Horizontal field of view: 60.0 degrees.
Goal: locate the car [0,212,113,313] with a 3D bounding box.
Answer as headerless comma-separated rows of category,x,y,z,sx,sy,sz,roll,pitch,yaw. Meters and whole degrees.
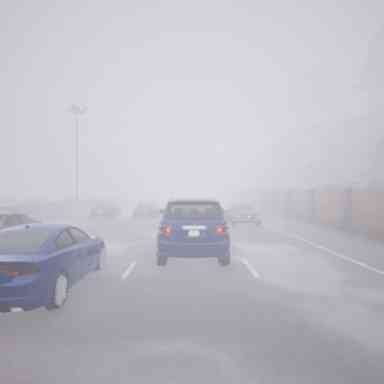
car,-3.440,1.456,7.752,1.882,1.535,5.008,0,0,-1

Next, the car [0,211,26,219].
car,-7.002,1.470,12.323,1.837,1.490,4.892,0,0,-1

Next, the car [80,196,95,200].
car,-18.681,1.361,59.496,1.812,1.442,4.674,0,0,-1

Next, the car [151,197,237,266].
car,0.015,1.189,11.603,2.150,2.045,5.566,0,0,-1

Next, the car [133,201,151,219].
car,-3.848,1.484,28.572,1.994,1.385,4.181,0,0,-1

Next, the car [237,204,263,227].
car,3.301,1.486,22.223,2.033,1.411,5.357,0,0,-1

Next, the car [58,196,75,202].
car,-22.176,1.381,59.482,2.033,1.411,5.357,0,0,-1

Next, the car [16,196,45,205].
car,-25.567,1.398,53.444,2.033,1.411,5.357,0,0,-1

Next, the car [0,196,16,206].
car,-29.063,1.377,52.933,1.812,1.442,4.674,0,0,-1

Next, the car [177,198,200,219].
car,-0.372,1.395,29.678,1.882,1.535,5.008,0,0,-1

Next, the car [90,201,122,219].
car,-7.349,1.484,28.569,1.994,1.385,4.181,0,0,-1
